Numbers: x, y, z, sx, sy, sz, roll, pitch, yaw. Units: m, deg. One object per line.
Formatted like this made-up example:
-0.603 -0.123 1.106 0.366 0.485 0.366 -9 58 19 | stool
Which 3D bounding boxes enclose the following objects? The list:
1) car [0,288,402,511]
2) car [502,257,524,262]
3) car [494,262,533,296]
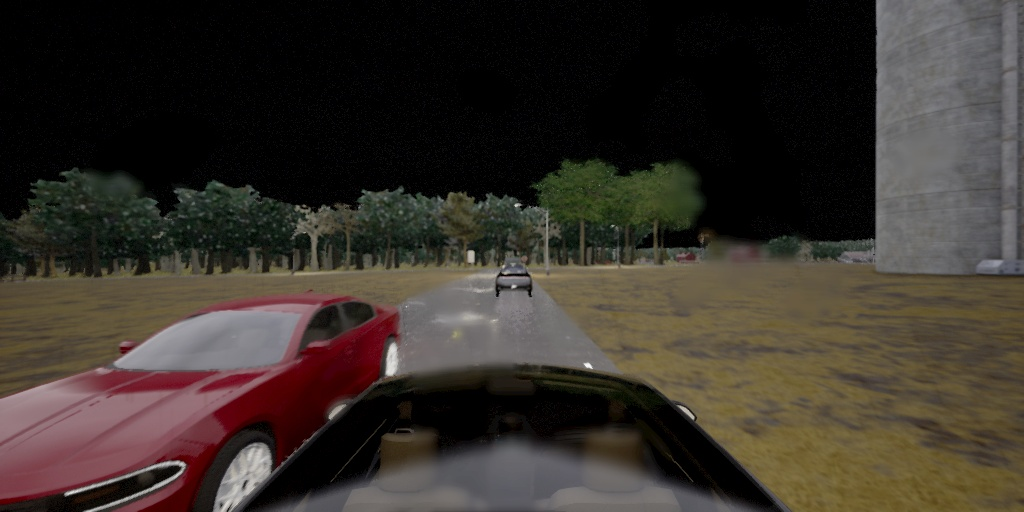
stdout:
-2.823 1.222 4.189 1.882 1.535 5.008 0 0 0 | car
0.083 1.107 39.570 2.150 2.045 5.566 0 -1 0 | car
0.091 1.244 19.233 2.128 1.511 4.902 0 0 0 | car
